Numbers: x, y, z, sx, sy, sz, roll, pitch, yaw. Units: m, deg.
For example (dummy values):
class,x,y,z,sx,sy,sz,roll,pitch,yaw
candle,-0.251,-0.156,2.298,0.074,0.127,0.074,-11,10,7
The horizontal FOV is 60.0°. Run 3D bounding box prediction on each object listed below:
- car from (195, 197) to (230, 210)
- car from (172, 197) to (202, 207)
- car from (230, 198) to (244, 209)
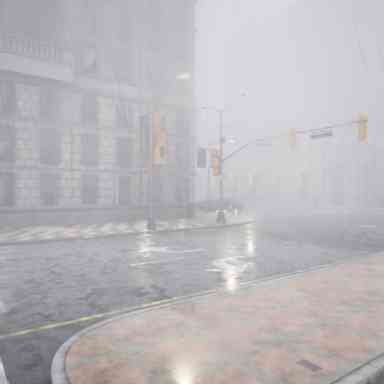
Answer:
class,x,y,z,sx,sy,sz,roll,pitch,yaw
car,2.298,1.564,42.232,1.994,1.385,4.181,0,0,-36
car,-0.828,1.547,52.610,2.033,1.411,5.357,0,0,-35
car,4.859,1.505,44.665,1.837,1.490,4.892,0,0,-36
